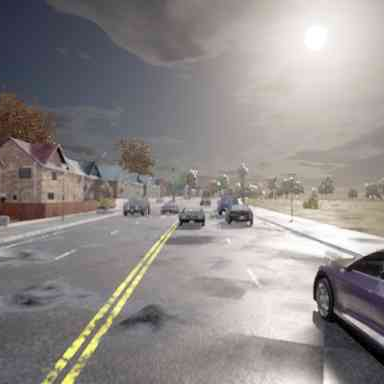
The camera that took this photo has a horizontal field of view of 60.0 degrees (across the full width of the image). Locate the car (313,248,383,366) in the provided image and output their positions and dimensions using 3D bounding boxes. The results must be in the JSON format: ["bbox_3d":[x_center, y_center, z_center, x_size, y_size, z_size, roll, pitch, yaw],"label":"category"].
[{"bbox_3d":[3.263,1.471,4.433,2.033,1.649,4.856,0,0,0],"label":"car"}]

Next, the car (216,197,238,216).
[{"bbox_3d":[4.069,1.547,37.286,2.150,2.045,5.566,0,-1,2],"label":"car"}]

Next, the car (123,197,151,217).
[{"bbox_3d":[-5.836,1.541,35.868,2.150,2.045,5.566,0,-1,2],"label":"car"}]

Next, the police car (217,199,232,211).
[{"bbox_3d":[4.605,1.850,48.295,1.930,1.638,5.238,0,-1,3],"label":"police car"}]

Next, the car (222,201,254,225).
[{"bbox_3d":[3.668,1.705,26.317,1.882,1.535,5.008,0,0,2],"label":"car"}]

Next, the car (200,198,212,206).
[{"bbox_3d":[2.881,1.993,70.721,2.097,1.767,4.553,0,-1,5],"label":"car"}]

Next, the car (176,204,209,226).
[{"bbox_3d":[0.129,1.825,25.700,1.895,1.301,4.718,0,0,3],"label":"car"}]

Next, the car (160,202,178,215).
[{"bbox_3d":[-2.480,1.887,38.301,2.033,1.411,5.357,0,-1,2],"label":"car"}]

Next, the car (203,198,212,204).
[{"bbox_3d":[3.774,2.281,81.543,2.033,1.411,5.357,0,-1,6],"label":"car"}]
